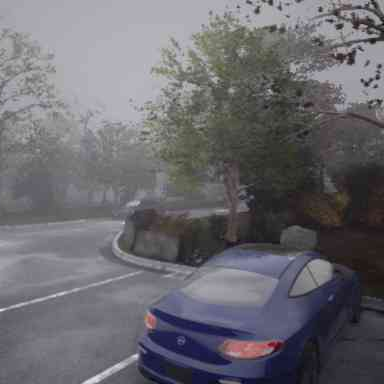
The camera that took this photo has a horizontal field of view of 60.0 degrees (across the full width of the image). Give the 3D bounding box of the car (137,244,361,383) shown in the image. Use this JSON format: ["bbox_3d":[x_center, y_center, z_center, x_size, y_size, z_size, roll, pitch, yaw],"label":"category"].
[{"bbox_3d":[1.210,1.509,4.949,2.002,1.452,4.674,0,0,36],"label":"car"}]

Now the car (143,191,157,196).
[{"bbox_3d":[-7.548,0.840,59.573,2.150,2.045,5.566,-2,1,-3],"label":"car"}]

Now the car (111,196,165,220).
[{"bbox_3d":[-3.946,1.269,24.946,1.812,1.442,4.674,-3,-1,35],"label":"car"}]

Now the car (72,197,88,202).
[{"bbox_3d":[-26.100,1.722,77.883,4.718,1.301,1.895,-2,-1,27],"label":"car"}]
